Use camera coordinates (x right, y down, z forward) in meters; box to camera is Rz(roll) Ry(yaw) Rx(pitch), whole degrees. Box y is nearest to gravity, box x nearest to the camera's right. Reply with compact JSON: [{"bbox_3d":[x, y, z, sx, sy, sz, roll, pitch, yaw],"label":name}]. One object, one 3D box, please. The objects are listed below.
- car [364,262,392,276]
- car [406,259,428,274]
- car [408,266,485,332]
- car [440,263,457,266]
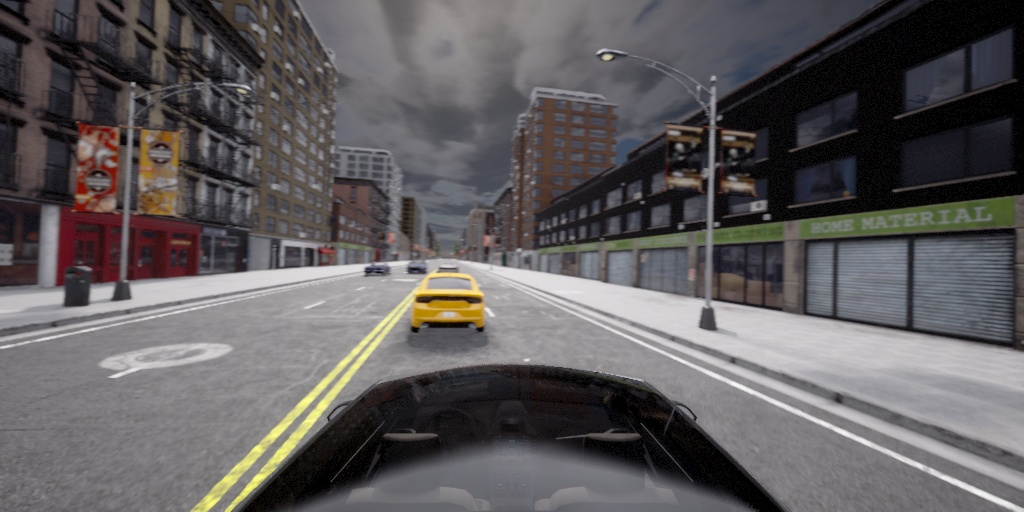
[{"bbox_3d":[-12.985,1.240,34.809,1.895,1.301,4.718,2,-1,-10],"label":"car"},{"bbox_3d":[-10.764,1.130,40.965,2.097,1.767,4.553,2,-1,-10],"label":"car"},{"bbox_3d":[-1.931,1.254,10.992,1.882,1.535,5.008,2,-1,-10],"label":"car"},{"bbox_3d":[-5.593,1.350,31.513,2.128,1.511,4.902,2,-1,-10],"label":"car"}]
